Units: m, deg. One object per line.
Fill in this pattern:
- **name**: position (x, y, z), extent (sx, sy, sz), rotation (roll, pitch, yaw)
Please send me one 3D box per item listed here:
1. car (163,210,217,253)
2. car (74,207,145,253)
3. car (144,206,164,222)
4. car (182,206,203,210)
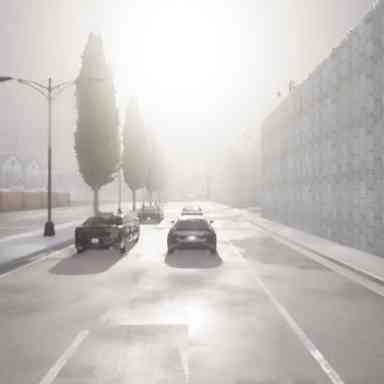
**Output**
- **car**: position (0.006, 1.698, 14.329), extent (1.994, 1.385, 4.181), rotation (0, 0, 0)
- **car**: position (-3.492, 1.613, 14.477), extent (1.882, 1.535, 5.008), rotation (0, 0, 0)
- **car**: position (-3.494, 1.869, 29.103), extent (1.895, 1.301, 4.718), rotation (0, 0, 0)
- **car**: position (0.011, 1.869, 29.102), extent (1.895, 1.301, 4.718), rotation (0, 0, 0)
